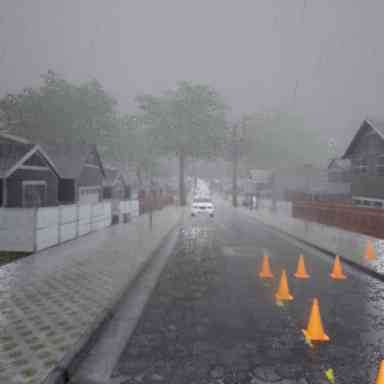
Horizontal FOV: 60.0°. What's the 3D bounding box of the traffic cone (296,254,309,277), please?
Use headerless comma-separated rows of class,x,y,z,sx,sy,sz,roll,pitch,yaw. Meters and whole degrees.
traffic cone,3.075,2.055,9.351,0.340,0.580,0.340,1,0,1

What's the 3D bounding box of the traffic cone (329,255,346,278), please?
traffic cone,4.074,2.071,9.329,0.340,0.580,0.340,1,0,1

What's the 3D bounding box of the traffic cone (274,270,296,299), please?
traffic cone,2.033,2.027,7.374,0.340,0.580,0.340,1,0,1

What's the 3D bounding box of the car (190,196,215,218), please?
car,1.038,1.441,33.789,2.150,2.045,5.566,1,0,1

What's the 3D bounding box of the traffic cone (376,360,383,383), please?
traffic cone,1.945,2.005,3.375,0.340,0.580,0.340,1,0,1

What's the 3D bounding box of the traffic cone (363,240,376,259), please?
traffic cone,6.116,1.964,11.452,0.340,0.580,0.340,1,0,19

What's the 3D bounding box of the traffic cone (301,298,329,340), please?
traffic cone,1.989,2.016,5.374,0.340,0.580,0.340,1,0,1
